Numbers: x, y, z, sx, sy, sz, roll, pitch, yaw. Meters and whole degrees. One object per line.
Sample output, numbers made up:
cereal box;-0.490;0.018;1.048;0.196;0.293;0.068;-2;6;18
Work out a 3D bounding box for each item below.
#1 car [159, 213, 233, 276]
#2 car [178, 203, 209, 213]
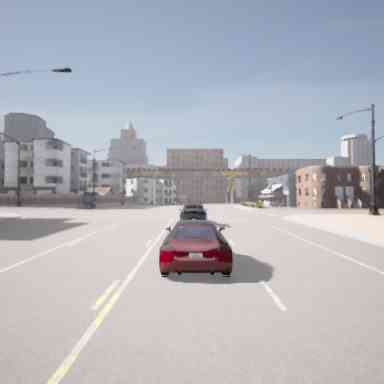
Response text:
car;0.100;1.553;10.319;1.994;1.385;4.181;0;0;0
car;0.102;1.545;23.234;1.837;1.490;4.892;0;-1;0
